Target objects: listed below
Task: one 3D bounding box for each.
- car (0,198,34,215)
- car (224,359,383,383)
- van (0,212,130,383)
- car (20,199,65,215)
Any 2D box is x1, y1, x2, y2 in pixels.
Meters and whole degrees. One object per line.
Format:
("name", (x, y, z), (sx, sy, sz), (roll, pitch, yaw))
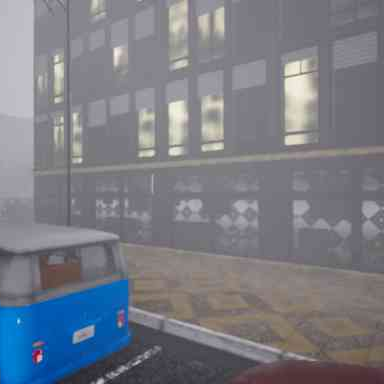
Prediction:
("car", (-12.594, 1.360, 26.884), (2.192, 1.841, 5.009), (-1, -1, 35))
("car", (1.924, 1.582, 1.466), (4.206, 1.307, 1.802), (0, 0, 36))
("van", (-2.707, 1.342, 4.770), (3.998, 1.788, 1.690), (0, 0, 36))
("car", (-16.232, 1.545, 36.236), (1.967, 1.590, 4.097), (-1, -1, 35))
